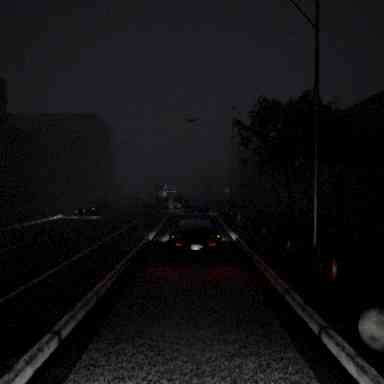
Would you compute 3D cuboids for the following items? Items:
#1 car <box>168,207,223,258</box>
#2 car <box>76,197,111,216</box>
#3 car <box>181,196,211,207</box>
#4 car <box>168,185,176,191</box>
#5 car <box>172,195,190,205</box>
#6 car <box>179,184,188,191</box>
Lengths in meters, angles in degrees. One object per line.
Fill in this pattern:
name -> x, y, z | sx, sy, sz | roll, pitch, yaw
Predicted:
car -> 0.118, 1.519, 12.537 | 1.812, 1.442, 4.674 | 0, 0, 0
car -> -9.003, 1.303, 30.766 | 1.837, 1.490, 4.892 | -1, 1, 5
car -> 0.485, 1.376, 27.107 | 1.882, 1.535, 5.008 | 0, 1, 4
car -> -5.226, -0.971, 86.347 | 1.812, 1.442, 4.674 | 0, 2, 0
car -> -1.215, 0.997, 43.869 | 1.895, 1.301, 4.718 | -1, 2, -17
car -> -2.224, -1.023, 84.453 | 1.882, 1.535, 5.008 | 0, 2, 0
